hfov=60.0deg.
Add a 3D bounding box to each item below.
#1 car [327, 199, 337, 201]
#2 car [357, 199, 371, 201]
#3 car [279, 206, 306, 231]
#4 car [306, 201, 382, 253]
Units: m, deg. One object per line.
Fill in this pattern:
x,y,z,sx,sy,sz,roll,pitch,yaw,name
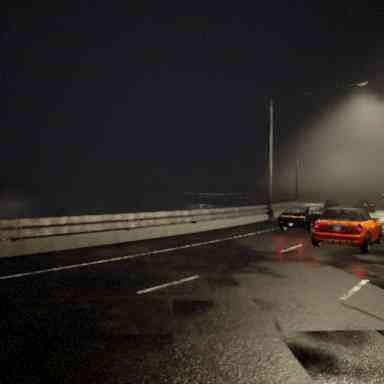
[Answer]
20.497,1.842,48.771,2.128,1.511,4.902,1,0,18,car
22.365,1.706,43.387,2.097,1.767,4.553,1,0,20,car
6.923,1.621,20.641,2.128,1.511,4.902,1,0,34,car
6.936,1.462,14.669,2.097,1.767,4.553,0,0,37,car
